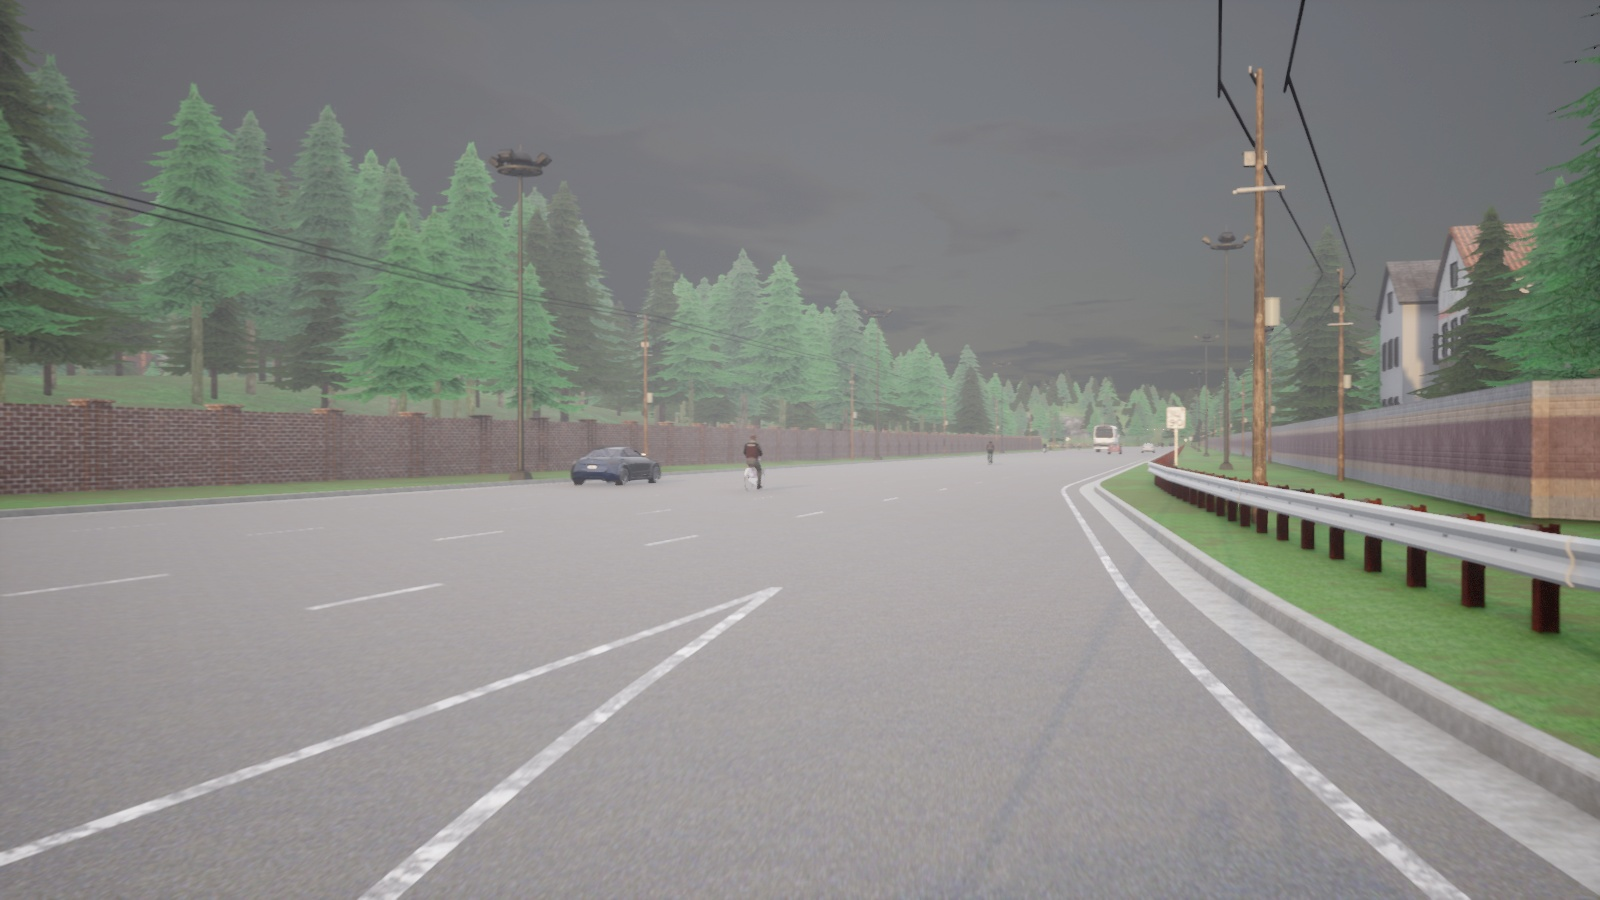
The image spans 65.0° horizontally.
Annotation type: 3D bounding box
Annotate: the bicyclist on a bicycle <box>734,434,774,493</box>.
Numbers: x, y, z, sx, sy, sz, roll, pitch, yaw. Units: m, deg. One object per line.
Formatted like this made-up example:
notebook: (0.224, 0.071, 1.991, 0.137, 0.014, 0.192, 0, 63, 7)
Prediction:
bicyclist on a bicycle: (-1.407, 0.396, 38.728, 0.659, 1.776, 1.843, 0, 1, 17)

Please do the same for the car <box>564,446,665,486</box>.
car: (-6.650, 0.544, 45.462, 1.994, 1.385, 4.181, 0, 0, 17)
